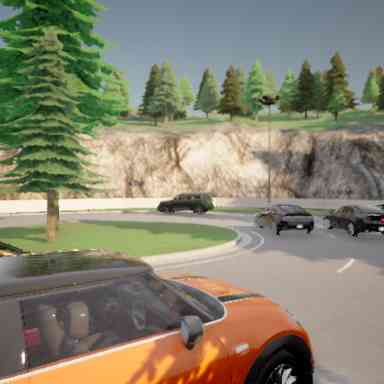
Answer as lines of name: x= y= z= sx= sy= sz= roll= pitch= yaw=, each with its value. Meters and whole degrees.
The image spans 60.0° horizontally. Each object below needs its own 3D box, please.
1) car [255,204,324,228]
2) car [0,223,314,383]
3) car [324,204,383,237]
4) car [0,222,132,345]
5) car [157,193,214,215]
car: x=4.951 y=1.423 z=18.350 sx=2.128 sy=1.511 sz=4.902 roll=0 pitch=0 yaw=-5
car: x=-0.923 y=1.349 z=3.062 sx=4.553 sy=1.767 sz=2.097 roll=0 pitch=0 yaw=-36
car: x=8.627 y=1.425 z=17.534 sx=1.837 sy=1.490 sz=4.892 roll=2 pitch=0 yaw=0
car: x=-3.679 y=1.478 z=5.400 sx=5.008 sy=1.535 sz=1.882 roll=-1 pitch=0 yaw=-36
car: x=-0.650 y=1.134 z=32.765 sx=5.566 sy=2.045 sz=2.150 roll=-1 pitch=0 yaw=14
